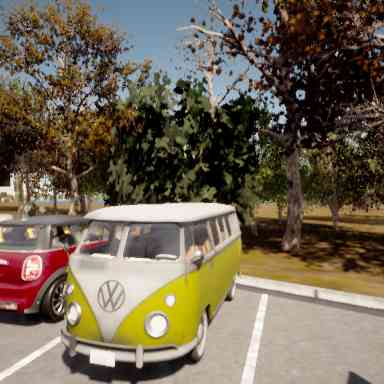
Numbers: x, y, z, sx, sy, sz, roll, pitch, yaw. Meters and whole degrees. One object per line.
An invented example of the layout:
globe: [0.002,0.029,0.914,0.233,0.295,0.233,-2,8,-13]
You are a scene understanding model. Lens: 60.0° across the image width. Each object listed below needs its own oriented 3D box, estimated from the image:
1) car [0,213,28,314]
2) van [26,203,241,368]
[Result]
car: [-2.689,1.303,7.446,2.185,1.767,4.553,0,-1,17]
van: [-0.314,1.202,5.622,1.878,1.987,4.442,1,-1,16]
